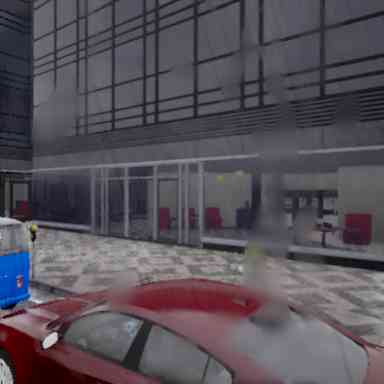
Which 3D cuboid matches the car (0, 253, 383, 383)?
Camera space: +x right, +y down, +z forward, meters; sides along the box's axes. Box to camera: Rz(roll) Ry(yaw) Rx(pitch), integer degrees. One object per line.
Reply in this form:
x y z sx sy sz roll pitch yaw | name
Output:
-0.222 1.534 3.126 4.507 1.381 1.887 0 0 36 | car

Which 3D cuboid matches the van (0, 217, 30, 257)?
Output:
-4.781 1.298 6.380 3.998 1.788 1.690 0 0 36 | van
